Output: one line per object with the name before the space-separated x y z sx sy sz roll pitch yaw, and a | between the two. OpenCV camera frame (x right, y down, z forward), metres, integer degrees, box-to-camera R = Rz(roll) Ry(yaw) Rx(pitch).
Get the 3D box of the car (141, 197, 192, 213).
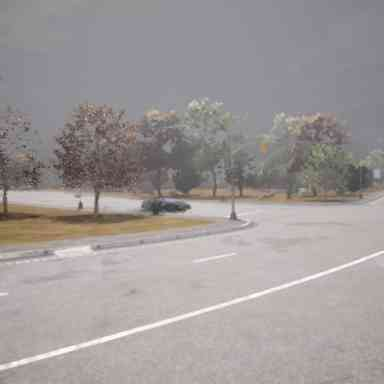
car | -2.602 1.213 32.337 5.357 1.411 2.033 1 2 37
